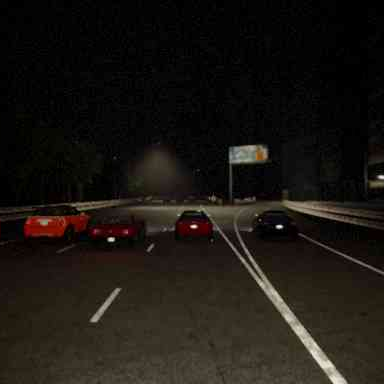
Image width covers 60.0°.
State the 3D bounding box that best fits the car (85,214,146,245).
[{"bbox_3d":[-3.404,1.734,16.268,1.895,1.301,4.718,0,0,0],"label":"car"}]

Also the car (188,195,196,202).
[{"bbox_3d":[-0.022,2.120,92.946,2.128,1.511,4.902,0,0,0],"label":"car"}]

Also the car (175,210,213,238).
[{"bbox_3d":[0.096,1.716,18.571,1.994,1.385,4.181,0,0,0],"label":"car"}]

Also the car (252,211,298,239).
[{"bbox_3d":[4.499,1.715,18.452,1.994,1.385,4.181,0,0,5],"label":"car"}]

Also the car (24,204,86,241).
[{"bbox_3d":[-6.905,1.496,17.662,2.097,1.767,4.553,0,0,0],"label":"car"}]

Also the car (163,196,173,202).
[{"bbox_3d":[-7.023,2.149,93.361,1.994,1.385,4.181,0,0,0],"label":"car"}]

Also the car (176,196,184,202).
[{"bbox_3d":[-3.523,2.121,93.362,1.812,1.442,4.674,0,0,0],"label":"car"}]
